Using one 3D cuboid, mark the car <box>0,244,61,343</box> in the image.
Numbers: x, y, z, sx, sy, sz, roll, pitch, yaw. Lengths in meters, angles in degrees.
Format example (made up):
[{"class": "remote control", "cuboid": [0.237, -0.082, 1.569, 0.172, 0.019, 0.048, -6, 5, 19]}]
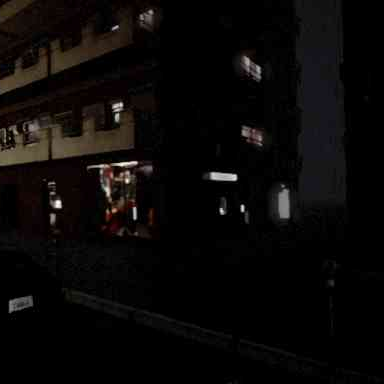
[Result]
[{"class": "car", "cuboid": [-4.035, 1.565, 5.769, 4.313, 1.339, 1.947, 0, -1, 36]}]
